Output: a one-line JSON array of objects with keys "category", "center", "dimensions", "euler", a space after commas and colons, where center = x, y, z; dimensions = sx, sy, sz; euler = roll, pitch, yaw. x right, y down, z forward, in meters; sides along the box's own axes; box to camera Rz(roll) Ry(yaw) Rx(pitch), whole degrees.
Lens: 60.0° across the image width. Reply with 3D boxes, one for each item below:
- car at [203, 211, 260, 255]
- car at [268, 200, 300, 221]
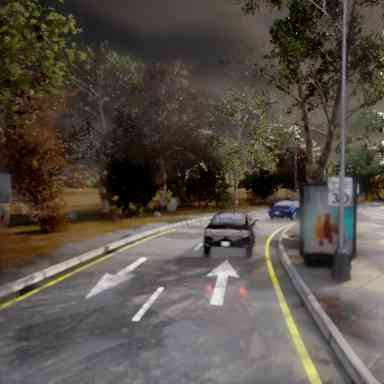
[{"category": "car", "center": [1.703, 1.542, 13.731], "dimensions": [2.128, 1.511, 4.902], "euler": [0, 1, 13]}, {"category": "car", "center": [7.942, 1.374, 26.701], "dimensions": [1.882, 1.535, 5.008], "euler": [1, 1, 40]}]
